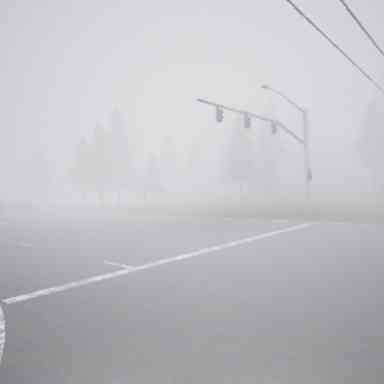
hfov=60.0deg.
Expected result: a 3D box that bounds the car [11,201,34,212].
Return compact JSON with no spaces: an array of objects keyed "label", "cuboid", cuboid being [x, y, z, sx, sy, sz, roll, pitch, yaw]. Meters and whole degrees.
[{"label":"car","cuboid":[-24.218,2.007,47.387,4.902,1.511,2.128,-2,0,43]}]

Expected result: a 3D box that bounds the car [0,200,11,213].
[{"label":"car","cuboid":[-26.657,2.082,44.878,5.008,1.535,1.882,-2,0,43]}]

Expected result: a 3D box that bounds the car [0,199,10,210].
[{"label":"car","cuboid":[-31.727,2.067,54.351,4.553,1.767,2.097,-2,0,43]}]
